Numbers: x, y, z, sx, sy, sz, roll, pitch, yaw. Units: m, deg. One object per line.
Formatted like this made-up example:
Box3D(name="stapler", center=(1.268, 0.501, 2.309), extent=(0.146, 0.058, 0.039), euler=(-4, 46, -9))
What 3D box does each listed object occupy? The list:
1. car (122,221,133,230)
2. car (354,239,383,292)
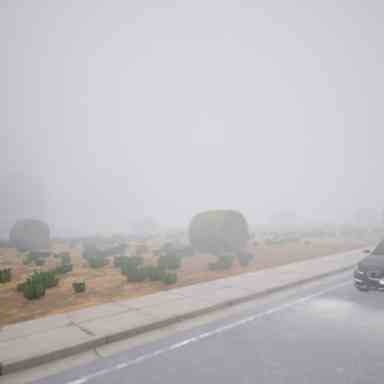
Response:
Box3D(name="car", center=(-14.452, 7.536, 75.026), extent=(1.905, 1.878, 3.866), euler=(4, -2, 2))
Box3D(name="car", center=(6.528, 2.057, 9.898), extent=(4.892, 1.490, 1.837), euler=(2, -6, -42))
